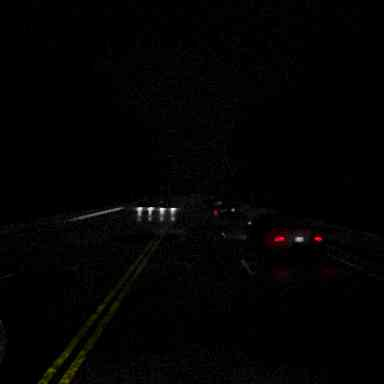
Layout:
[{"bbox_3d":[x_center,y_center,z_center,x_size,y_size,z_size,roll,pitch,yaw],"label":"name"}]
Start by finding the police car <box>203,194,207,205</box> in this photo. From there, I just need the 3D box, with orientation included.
[{"bbox_3d":[3.254,1.331,52.351,1.930,1.638,5.238,0,0,0],"label":"police car"}]

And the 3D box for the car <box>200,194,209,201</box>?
[{"bbox_3d":[3.257,1.350,85.243,2.033,1.649,4.856,0,0,0],"label":"car"}]

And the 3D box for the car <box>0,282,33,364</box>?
[{"bbox_3d":[-3.350,1.593,2.835,1.895,1.301,4.718,0,0,0],"label":"car"}]

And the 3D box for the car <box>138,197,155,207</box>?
[{"bbox_3d":[-6.573,1.434,47.926,1.812,1.442,4.674,0,0,0],"label":"car"}]

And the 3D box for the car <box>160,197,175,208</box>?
[{"bbox_3d":[-3.327,1.416,46.615,1.837,1.490,4.892,0,0,0],"label":"car"}]

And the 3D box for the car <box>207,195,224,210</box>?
[{"bbox_3d":[3.253,1.347,41.240,2.033,1.649,4.856,0,0,0],"label":"car"}]

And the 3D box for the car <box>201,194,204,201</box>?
[{"bbox_3d":[3.255,1.469,63.241,1.994,1.385,4.181,0,0,0],"label":"car"}]

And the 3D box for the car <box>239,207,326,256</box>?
[{"bbox_3d":[3.350,1.516,12.877,2.033,1.411,5.357,0,0,0],"label":"car"}]

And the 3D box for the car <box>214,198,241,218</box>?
[{"bbox_3d":[3.345,1.483,29.112,2.033,1.411,5.357,0,0,1],"label":"car"}]
